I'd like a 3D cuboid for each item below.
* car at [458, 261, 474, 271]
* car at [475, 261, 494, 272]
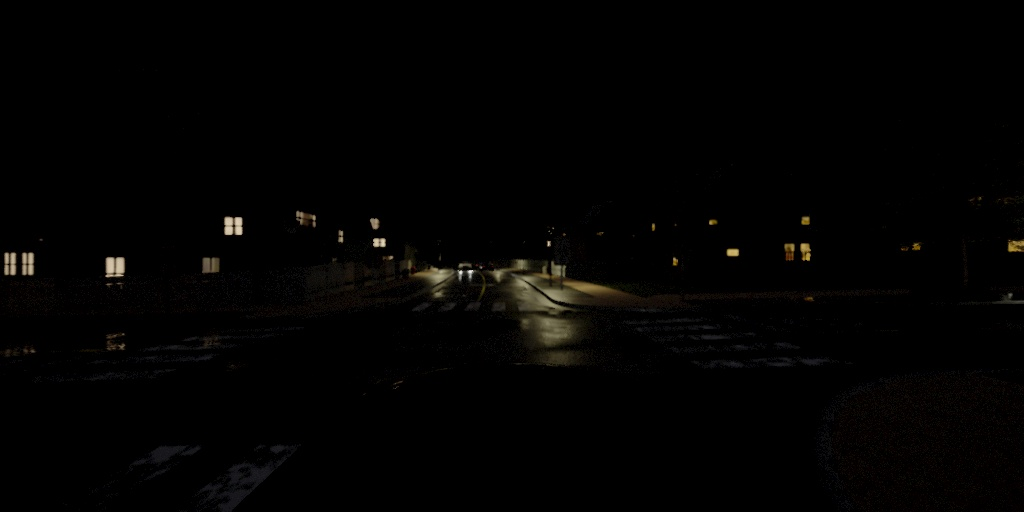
[{"bbox_3d":[-7.337,1.534,56.076,1.812,1.442,4.674,0,-1,-10],"label":"car"},{"bbox_3d":[-3.731,1.508,51.617,2.033,1.411,5.357,0,0,-10],"label":"car"}]
